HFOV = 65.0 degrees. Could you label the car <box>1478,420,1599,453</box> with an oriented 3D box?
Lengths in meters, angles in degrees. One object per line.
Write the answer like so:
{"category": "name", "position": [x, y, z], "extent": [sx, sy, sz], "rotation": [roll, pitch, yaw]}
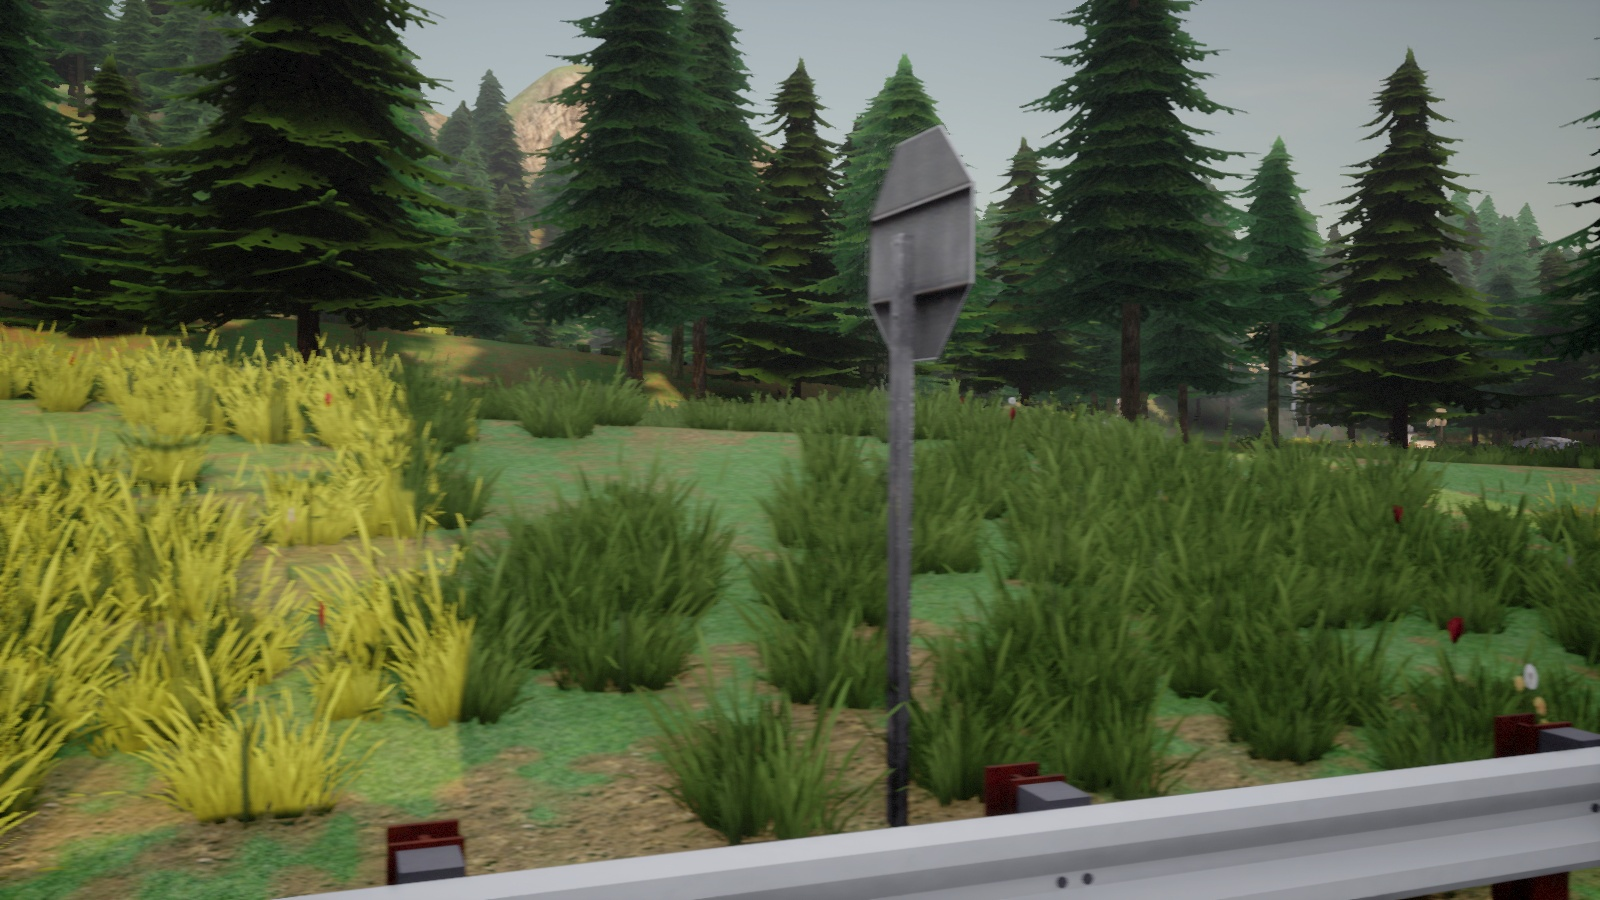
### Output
{"category": "car", "position": [35.332, -0.675, 60.194], "extent": [2.163, 1.488, 4.792], "rotation": [-1, 1, -20]}

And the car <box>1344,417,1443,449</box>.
{"category": "car", "position": [32.335, -0.935, 68.577], "extent": [2.242, 1.667, 4.611], "rotation": [-1, 1, -20]}
